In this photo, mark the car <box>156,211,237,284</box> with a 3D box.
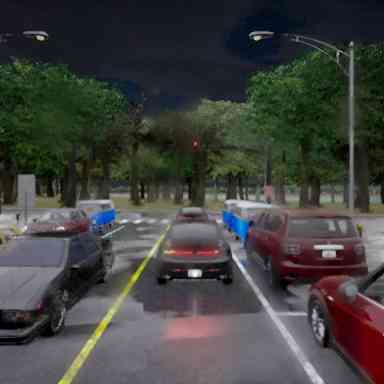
[{"bbox_3d":[0.065,1.525,9.655,1.837,1.490,4.892,0,0,0],"label":"car"}]

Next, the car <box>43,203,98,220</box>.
[{"bbox_3d":[-5.779,1.470,14.494,1.967,1.590,4.097,0,0,0],"label":"car"}]

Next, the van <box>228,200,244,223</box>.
[{"bbox_3d":[2.746,1.371,14.504,1.690,1.788,3.998,0,0,0],"label":"van"}]

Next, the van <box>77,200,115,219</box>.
[{"bbox_3d":[-5.785,1.383,19.933,1.690,1.788,3.998,0,0,0],"label":"van"}]

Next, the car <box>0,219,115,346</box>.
[{"bbox_3d":[-3.007,1.562,6.940,2.033,1.411,5.357,0,0,0],"label":"car"}]

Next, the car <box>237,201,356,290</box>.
[{"bbox_3d":[2.751,1.334,9.066,2.192,1.841,5.009,0,0,0],"label":"car"}]

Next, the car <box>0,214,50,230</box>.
[{"bbox_3d":[-5.773,1.544,8.887,1.752,1.417,4.829,0,0,0],"label":"car"}]

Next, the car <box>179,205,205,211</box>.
[{"bbox_3d":[-0.010,1.546,19.640,1.837,1.490,4.892,0,0,-1],"label":"car"}]

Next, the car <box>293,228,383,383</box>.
[{"bbox_3d":[2.757,1.448,3.628,1.967,1.590,4.097,0,0,0],"label":"car"}]

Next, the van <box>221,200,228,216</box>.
[{"bbox_3d":[2.740,1.383,19.941,1.690,1.788,3.998,0,0,0],"label":"van"}]
